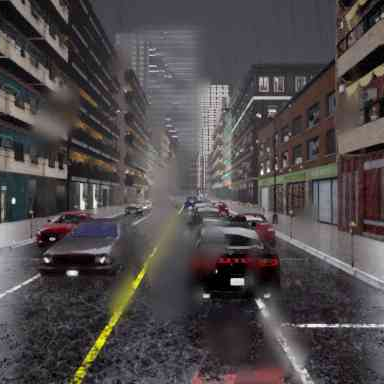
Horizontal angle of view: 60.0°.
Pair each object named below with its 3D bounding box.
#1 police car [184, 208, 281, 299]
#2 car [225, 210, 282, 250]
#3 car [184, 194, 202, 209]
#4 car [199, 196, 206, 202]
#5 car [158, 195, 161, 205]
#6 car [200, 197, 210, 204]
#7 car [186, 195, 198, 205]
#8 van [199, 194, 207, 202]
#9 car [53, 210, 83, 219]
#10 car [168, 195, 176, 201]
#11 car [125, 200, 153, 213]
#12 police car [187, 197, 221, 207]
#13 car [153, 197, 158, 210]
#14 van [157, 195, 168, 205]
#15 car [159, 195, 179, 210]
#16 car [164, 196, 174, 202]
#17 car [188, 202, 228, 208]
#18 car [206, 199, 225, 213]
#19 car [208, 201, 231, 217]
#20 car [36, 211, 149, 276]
[{"bbox_3d":[0.827,1.427,8.629,1.930,1.638,5.238,0,0,0],"label":"police car"},{"bbox_3d":[2.575,1.587,14.907,1.802,1.307,4.206,1,0,0],"label":"car"},{"bbox_3d":[0.024,1.382,46.106,2.097,1.767,4.553,0,0,0],"label":"car"},{"bbox_3d":[2.591,1.620,83.353,1.752,1.417,4.829,0,0,0],"label":"car"},{"bbox_3d":[-5.296,1.586,54.727,1.887,1.381,4.507,1,0,0],"label":"car"},{"bbox_3d":[2.586,1.641,66.114,1.802,1.307,4.206,0,0,0],"label":"car"},{"bbox_3d":[0.014,1.400,59.545,2.097,1.767,4.553,0,0,0],"label":"car"},{"bbox_3d":[2.591,1.423,77.494,1.690,1.788,3.998,0,0,0],"label":"van"},{"bbox_3d":[-5.304,1.550,14.897,1.887,1.381,4.507,1,0,0],"label":"car"},{"bbox_3d":[-5.288,1.652,88.866,1.887,1.381,4.507,0,0,0],"label":"car"},{"bbox_3d":[-5.301,1.568,31.967,2.008,1.369,4.403,1,0,0],"label":"car"},{"bbox_3d":[0.831,1.436,24.630,1.930,1.638,5.238,0,0,0],"label":"police car"},{"bbox_3d":[-5.299,1.547,37.488,1.752,1.417,4.829,1,0,0],"label":"car"},{"bbox_3d":[-5.293,1.391,60.416,1.690,1.788,3.998,1,0,0],"label":"van"},{"bbox_3d":[-2.740,1.519,43.522,2.128,1.511,4.902,0,0,0],"label":"car"},{"bbox_3d":[-5.291,1.627,77.486,1.887,1.381,4.507,0,0,0],"label":"car"},{"bbox_3d":[0.829,1.512,18.521,1.837,1.490,4.892,0,0,0],"label":"car"},{"bbox_3d":[2.581,1.567,37.667,1.887,1.381,4.507,1,0,0],"label":"car"},{"bbox_3d":[2.579,1.599,31.977,1.802,1.307,4.206,1,0,0],"label":"car"},{"bbox_3d":[-2.847,1.550,10.591,2.033,1.411,5.357,0,0,0],"label":"car"}]
